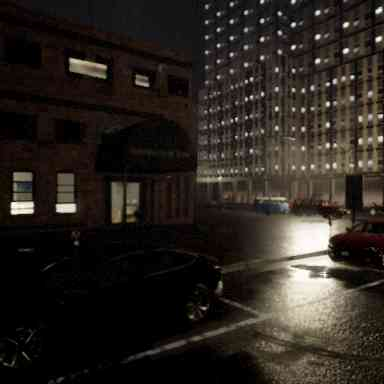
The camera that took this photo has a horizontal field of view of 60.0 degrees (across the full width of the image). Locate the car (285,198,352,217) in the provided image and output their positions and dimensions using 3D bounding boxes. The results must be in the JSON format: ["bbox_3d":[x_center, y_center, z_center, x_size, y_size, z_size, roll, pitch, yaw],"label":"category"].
[{"bbox_3d":[11.508,1.481,30.616,2.192,1.841,5.009,0,0,-35],"label":"car"}]

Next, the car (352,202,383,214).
[{"bbox_3d":[18.384,1.725,35.408,2.008,1.369,4.403,0,0,-35],"label":"car"}]

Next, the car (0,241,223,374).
[{"bbox_3d":[-1.410,1.579,5.631,4.313,1.339,1.947,0,-1,-35],"label":"car"}]

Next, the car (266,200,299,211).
[{"bbox_3d":[12.048,1.742,44.500,1.802,1.307,4.206,0,0,-35],"label":"car"}]

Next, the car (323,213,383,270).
[{"bbox_3d":[6.431,1.618,11.303,4.507,1.381,1.887,0,-1,-35],"label":"car"}]

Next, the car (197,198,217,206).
[{"bbox_3d":[2.447,1.666,58.277,1.752,1.417,4.829,0,0,-35],"label":"car"}]

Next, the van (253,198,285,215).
[{"bbox_3d":[8.340,1.500,35.162,1.690,1.788,3.998,0,0,-35],"label":"van"}]
